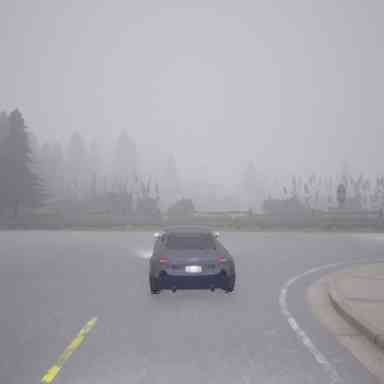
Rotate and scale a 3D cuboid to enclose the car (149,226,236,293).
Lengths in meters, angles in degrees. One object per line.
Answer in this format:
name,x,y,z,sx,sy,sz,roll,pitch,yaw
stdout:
car,-0.114,1.599,9.050,1.994,1.385,4.181,0,0,-4
